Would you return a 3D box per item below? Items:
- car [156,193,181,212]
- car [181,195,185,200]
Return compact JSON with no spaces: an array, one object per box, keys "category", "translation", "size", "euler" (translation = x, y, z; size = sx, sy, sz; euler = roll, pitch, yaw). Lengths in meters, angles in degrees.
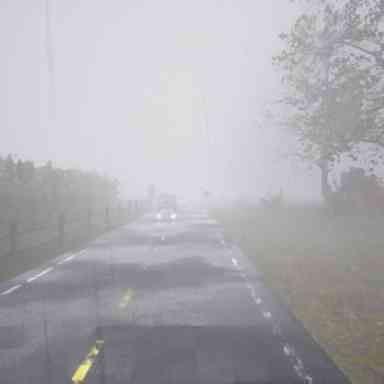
[{"category":"car","translation":[-2.796,1.173,37.839],"size":[2.150,2.045,5.566],"euler":[0,0,1]},{"category":"car","translation":[-2.748,1.360,87.070],"size":[1.895,1.301,4.718],"euler":[0,0,0]}]
